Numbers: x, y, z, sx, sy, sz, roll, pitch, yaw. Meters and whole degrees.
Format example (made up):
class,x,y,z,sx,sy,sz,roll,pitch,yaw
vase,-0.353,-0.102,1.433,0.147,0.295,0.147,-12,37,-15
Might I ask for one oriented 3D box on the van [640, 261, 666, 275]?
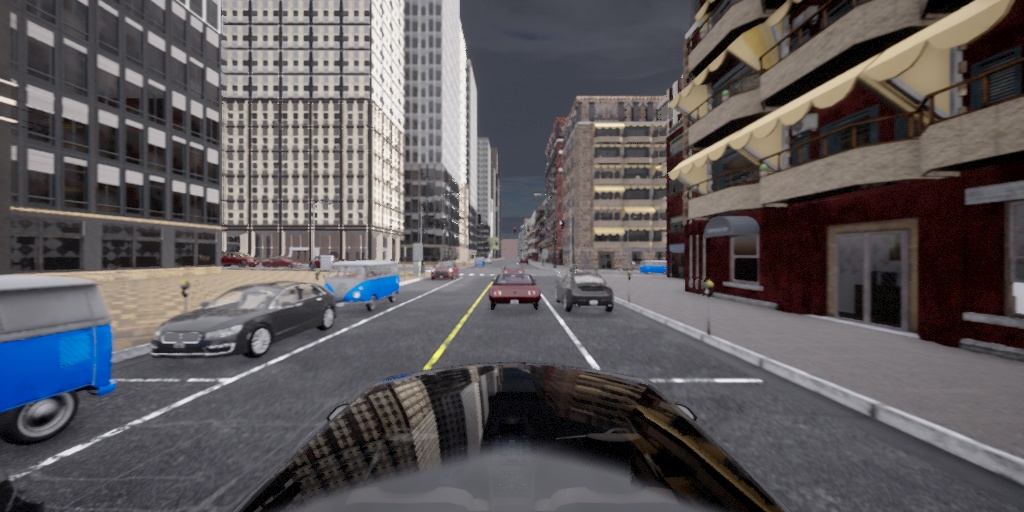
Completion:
class,x,y,z,sx,sy,sz,roll,pitch,yaw
van,16.904,1.420,41.632,3.998,1.789,1.690,0,0,0

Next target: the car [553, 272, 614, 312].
class,x,y,z,sx,sy,sz,roll,pitch,yaw
car,2.688,1.288,13.966,2.007,1.370,4.403,0,0,0

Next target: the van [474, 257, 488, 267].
class,x,y,z,sx,sy,sz,roll,pitch,yaw
van,-5.703,1.046,63.384,1.690,1.789,3.998,0,0,0

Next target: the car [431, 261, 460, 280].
class,x,y,z,sx,sy,sz,roll,pitch,yaw
car,-5.697,1.163,30.910,1.967,1.591,4.097,0,0,0

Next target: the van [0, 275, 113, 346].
class,x,y,z,sx,sy,sz,roll,pitch,yaw
van,-5.691,1.089,2.667,1.690,1.789,3.998,0,0,0

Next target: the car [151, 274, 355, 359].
class,x,y,z,sx,sy,sz,roll,pitch,yaw
car,-5.692,1.293,8.316,2.007,1.370,4.403,0,0,0

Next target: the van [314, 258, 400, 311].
class,x,y,z,sx,sy,sz,roll,pitch,yaw
van,-5.693,1.078,13.965,1.690,1.789,3.998,0,0,0

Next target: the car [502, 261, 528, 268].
class,x,y,z,sx,sy,sz,roll,pitch,yaw
car,0.089,1.325,30.683,1.895,1.301,4.718,0,0,0

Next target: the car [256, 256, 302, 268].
class,x,y,z,sx,sy,sz,roll,pitch,yaw
car,-26.730,0.817,41.660,4.207,1.307,1.802,0,0,0

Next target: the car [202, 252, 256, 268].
class,x,y,z,sx,sy,sz,roll,pitch,yaw
car,-32.304,0.442,41.646,5.009,1.841,2.192,0,0,0

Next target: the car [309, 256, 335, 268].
class,x,y,z,sx,sy,sz,roll,pitch,yaw
car,-21.156,0.782,41.674,4.097,1.591,1.967,0,0,0

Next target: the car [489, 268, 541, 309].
class,x,y,z,sx,sy,sz,roll,pitch,yaw
car,0.097,1.338,14.878,1.895,1.301,4.718,0,0,0
